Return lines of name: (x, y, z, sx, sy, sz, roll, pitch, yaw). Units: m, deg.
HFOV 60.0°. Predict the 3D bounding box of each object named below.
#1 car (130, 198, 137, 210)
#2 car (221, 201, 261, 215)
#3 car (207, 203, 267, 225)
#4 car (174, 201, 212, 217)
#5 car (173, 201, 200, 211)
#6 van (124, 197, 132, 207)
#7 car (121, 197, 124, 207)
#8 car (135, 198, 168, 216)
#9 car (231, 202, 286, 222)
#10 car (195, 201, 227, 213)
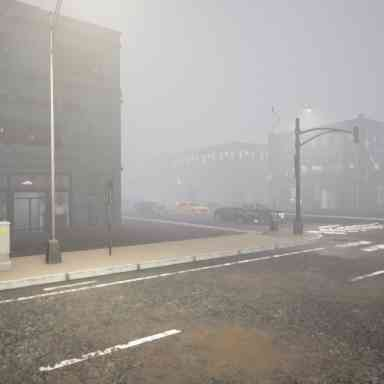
car: (-6.105, 1.931, 44.821, 1.882, 1.535, 5.008, -1, 0, -35)
car: (5.606, 1.809, 38.301, 2.008, 1.369, 4.403, -2, 0, -35)
car: (3.510, 1.814, 26.575, 1.947, 1.339, 4.313, -1, 0, -35)
car: (-0.111, 1.814, 36.372, 1.882, 1.535, 5.008, -1, 0, -36)
car: (-0.805, 1.965, 47.324, 1.802, 1.307, 4.206, -2, 0, -35)
van: (-10.431, 1.906, 60.859, 1.690, 1.788, 3.998, -1, 0, -35)
car: (-13.639, 1.939, 65.370, 2.192, 1.841, 5.009, -1, 0, -35)
car: (-4.433, 1.846, 37.956, 1.967, 1.590, 4.097, -1, 0, -35)
car: (5.686, 1.713, 28.208, 2.128, 1.511, 4.902, -1, 0, -35)
car: (2.400, 1.903, 42.813, 1.802, 1.307, 4.206, -2, 0, -35)
